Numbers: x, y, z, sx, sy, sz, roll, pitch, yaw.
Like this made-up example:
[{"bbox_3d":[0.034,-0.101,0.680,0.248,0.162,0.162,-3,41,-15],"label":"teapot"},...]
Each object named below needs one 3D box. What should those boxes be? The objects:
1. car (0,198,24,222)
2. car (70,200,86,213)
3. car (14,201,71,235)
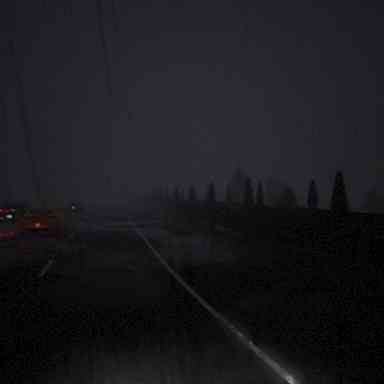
[{"bbox_3d":[-13.896,1.539,26.662,1.837,1.490,4.892,0,0,-14],"label":"car"},{"bbox_3d":[-12.729,1.591,36.291,1.994,1.385,4.181,0,0,-14],"label":"car"},{"bbox_3d":[-8.340,1.497,19.047,1.882,1.535,5.008,0,0,-14],"label":"car"}]
